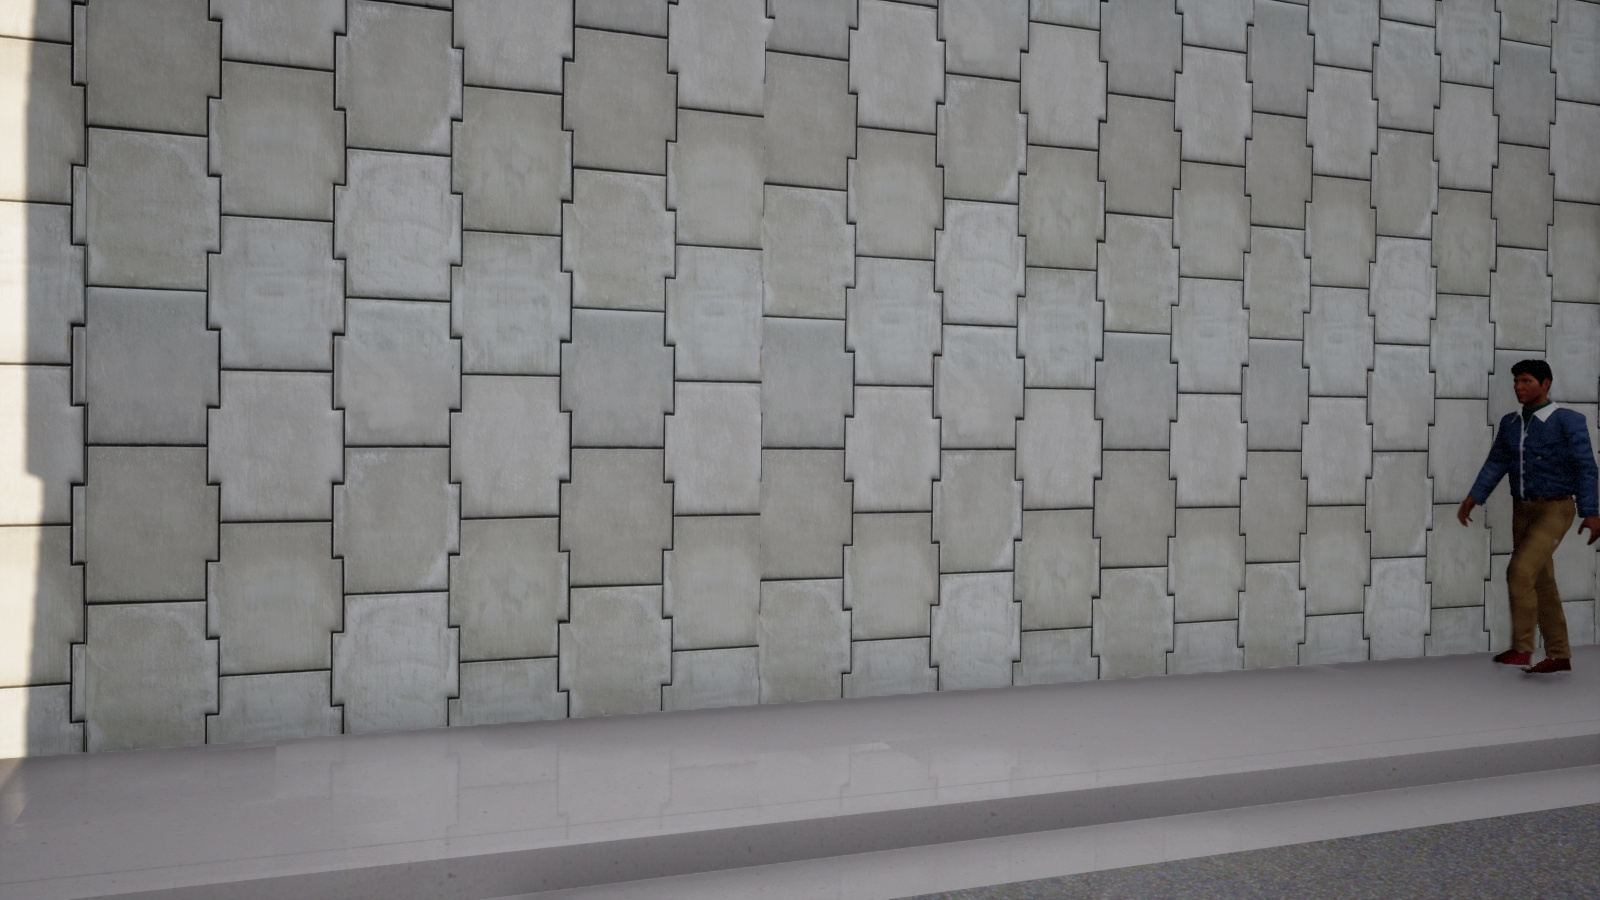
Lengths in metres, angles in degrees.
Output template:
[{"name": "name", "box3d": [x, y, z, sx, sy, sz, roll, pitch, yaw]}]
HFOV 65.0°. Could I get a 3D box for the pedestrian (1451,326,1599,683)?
[{"name": "pedestrian", "box3d": [4.207, 0.291, 7.164, 0.788, 1.949, 0.423, -1, 1, -15]}]
